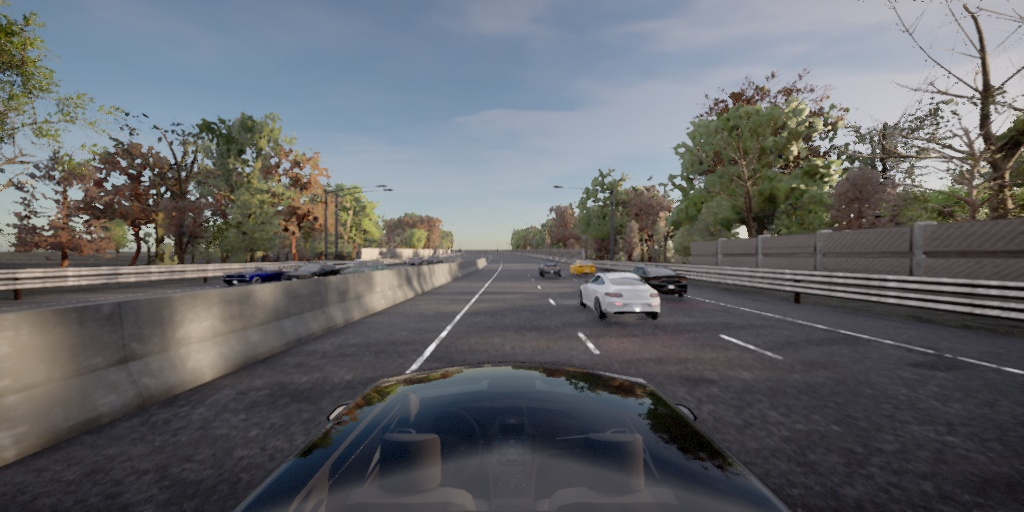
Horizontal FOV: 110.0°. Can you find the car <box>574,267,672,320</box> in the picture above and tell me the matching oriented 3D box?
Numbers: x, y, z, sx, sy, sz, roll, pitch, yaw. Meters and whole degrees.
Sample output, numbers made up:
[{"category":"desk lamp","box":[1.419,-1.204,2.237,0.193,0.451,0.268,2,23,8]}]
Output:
[{"category":"car","box":[3.596,1.277,12.561,1.812,1.442,4.674,0,0,0]}]

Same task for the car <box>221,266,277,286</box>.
[{"category":"car","box":[-17.598,1.354,25.013,1.895,1.301,4.718,0,0,0]}]

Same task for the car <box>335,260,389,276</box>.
[{"category":"car","box":[-10.596,1.105,26.138,2.097,1.767,4.553,0,0,0]}]

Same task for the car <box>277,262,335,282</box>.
[{"category":"car","box":[-14.096,1.231,25.687,1.882,1.535,5.008,0,0,0]}]

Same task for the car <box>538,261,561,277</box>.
[{"category":"car","box":[3.601,1.243,34.832,2.128,1.511,4.902,0,0,0]}]

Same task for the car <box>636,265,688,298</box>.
[{"category":"car","box":[7.101,1.229,18.444,1.882,1.535,5.008,0,0,0]}]

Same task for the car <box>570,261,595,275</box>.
[{"category":"car","box":[7.100,1.228,36.397,1.882,1.535,5.008,0,0,0]}]
